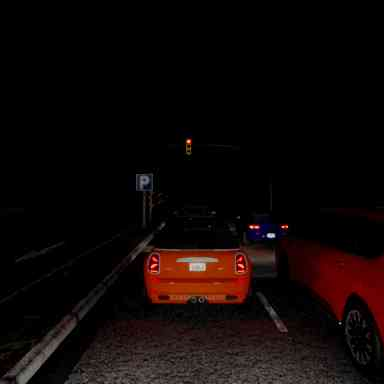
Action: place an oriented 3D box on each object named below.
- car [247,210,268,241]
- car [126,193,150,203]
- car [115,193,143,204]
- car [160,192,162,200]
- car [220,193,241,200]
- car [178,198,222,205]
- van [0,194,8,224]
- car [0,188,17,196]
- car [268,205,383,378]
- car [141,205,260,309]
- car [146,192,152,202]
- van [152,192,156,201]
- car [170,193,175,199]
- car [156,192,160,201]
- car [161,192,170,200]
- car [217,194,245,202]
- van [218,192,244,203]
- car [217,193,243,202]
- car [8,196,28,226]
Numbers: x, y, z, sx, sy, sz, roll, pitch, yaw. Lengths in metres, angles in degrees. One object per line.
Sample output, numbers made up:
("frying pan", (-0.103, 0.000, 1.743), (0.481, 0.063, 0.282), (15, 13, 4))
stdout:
("car", (3.132, 1.548, 15.382), (1.812, 1.442, 4.674), (0, 0, 0))
("car", (-10.839, 1.190, 66.268), (4.553, 1.767, 2.185), (-1, 0, -14))
("car", (-11.565, 1.353, 60.322), (4.792, 1.488, 2.163), (-1, 0, -15))
("car", (-9.791, 1.353, 75.276), (4.674, 1.452, 2.002), (-1, 0, -13))
("car", (9.296, 1.122, 80.629), (4.553, 1.767, 2.185), (1, 0, -12))
("car", (0.142, 1.377, 16.723), (2.097, 1.767, 4.553), (0, 0, 0))
("van", (-13.640, 1.294, 19.534), (4.442, 1.987, 1.878), (-1, 0, -20))
("car", (-28.267, 0.132, 51.156), (2.002, 1.452, 4.674), (6, -3, -20))
("car", (3.100, 1.229, 5.688), (2.150, 2.045, 5.566), (0, 0, -1))
("car", (0.102, 1.363, 8.077), (2.097, 1.767, 4.553), (0, 0, 0))
("car", (-10.926, 1.310, 63.316), (5.366, 1.575, 1.946), (-1, 0, -15))
("van", (-10.380, 1.087, 69.309), (4.442, 1.987, 1.878), (-1, 0, -14))
("car", (-8.178, 1.058, 87.270), (5.566, 2.045, 2.435), (-1, 0, -12))
("car", (-10.158, 1.315, 72.280), (4.892, 1.521, 2.231), (-1, 0, -14))
("car", (-8.622, 1.350, 84.263), (4.674, 1.452, 2.002), (-1, 0, -12))
("car", (8.065, 1.258, 68.920), (5.366, 1.575, 1.946), (1, 0, -13))
("van", (7.157, 1.037, 62.955), (4.442, 1.987, 1.878), (1, 0, -14))
("car", (7.535, 1.136, 65.925), (4.553, 1.767, 2.185), (1, 0, -14))
("car", (-13.671, 1.401, 22.512), (4.553, 1.767, 2.185), (-1, 0, -19))
